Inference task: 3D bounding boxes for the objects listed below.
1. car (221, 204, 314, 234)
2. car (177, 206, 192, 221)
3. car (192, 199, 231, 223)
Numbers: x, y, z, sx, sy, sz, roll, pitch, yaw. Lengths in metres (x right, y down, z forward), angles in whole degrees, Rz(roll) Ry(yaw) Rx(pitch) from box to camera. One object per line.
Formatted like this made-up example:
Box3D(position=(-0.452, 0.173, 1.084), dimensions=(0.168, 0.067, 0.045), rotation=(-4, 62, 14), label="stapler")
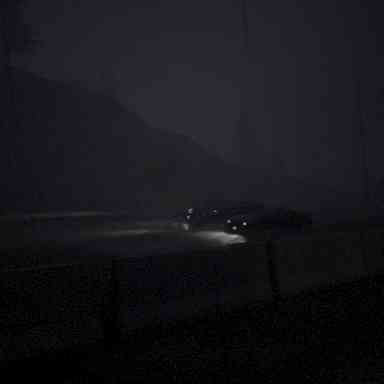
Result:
Box3D(position=(4.584, 1.535, 19.070), dimensions=(5.357, 1.411, 2.033), rotation=(0, 0, -30), label="car")
Box3D(position=(1.145, 1.337, 25.167), dimensions=(4.553, 1.767, 2.097), rotation=(0, 0, -30), label="car")
Box3D(position=(2.851, 1.193, 22.110), dimensions=(4.902, 1.511, 2.128), rotation=(0, 0, -30), label="car")
